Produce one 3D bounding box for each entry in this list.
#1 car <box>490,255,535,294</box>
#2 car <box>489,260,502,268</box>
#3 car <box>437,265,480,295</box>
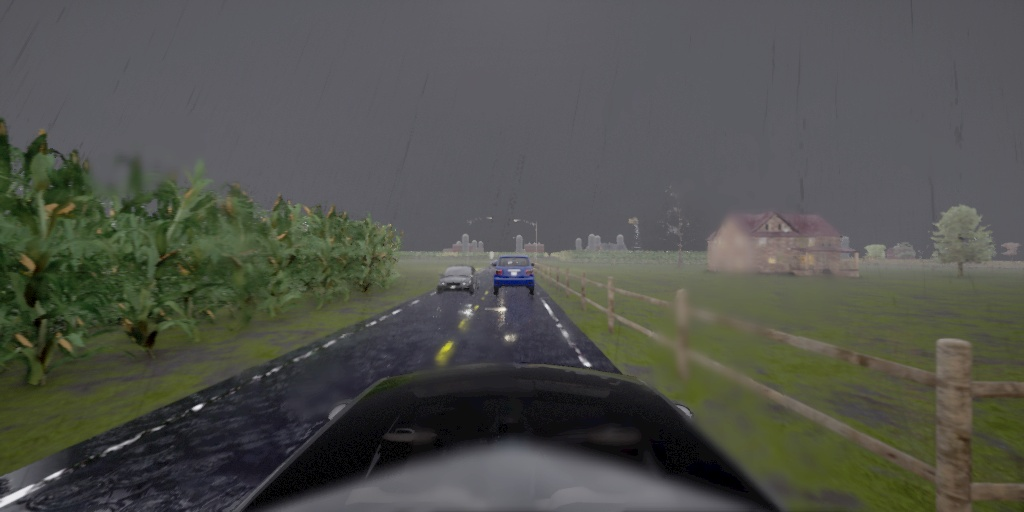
[{"bbox_3d":[0.101,0.966,20.375,2.150,2.045,5.566,0,0,0],"label":"car"},{"bbox_3d":[-2.773,1.295,61.160,1.895,1.301,4.718,0,0,1],"label":"car"},{"bbox_3d":[-2.849,1.249,19.818,1.837,1.490,4.892,0,0,0],"label":"car"}]
